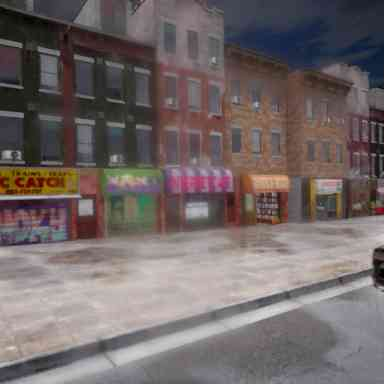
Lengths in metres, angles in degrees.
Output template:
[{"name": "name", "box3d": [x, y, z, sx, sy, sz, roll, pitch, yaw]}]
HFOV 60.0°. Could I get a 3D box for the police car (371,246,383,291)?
[{"name": "police car", "box3d": [6.165, 1.421, 7.678, 5.238, 1.638, 1.930, 0, 0, -36]}]
